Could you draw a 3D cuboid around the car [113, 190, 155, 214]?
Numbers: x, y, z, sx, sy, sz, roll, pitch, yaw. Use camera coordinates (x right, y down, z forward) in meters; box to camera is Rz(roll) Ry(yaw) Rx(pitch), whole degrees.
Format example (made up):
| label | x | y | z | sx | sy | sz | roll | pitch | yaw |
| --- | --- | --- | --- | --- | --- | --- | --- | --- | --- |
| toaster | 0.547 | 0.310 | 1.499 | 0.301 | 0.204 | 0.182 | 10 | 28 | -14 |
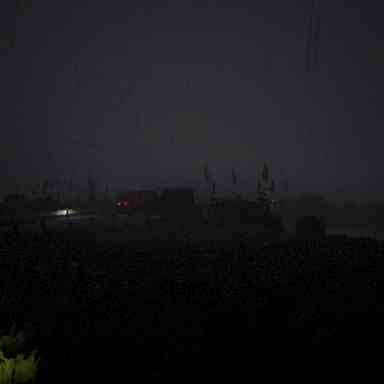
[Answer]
| label | x | y | z | sx | sy | sz | roll | pitch | yaw |
| --- | --- | --- | --- | --- | --- | --- | --- | --- | --- |
| car | -3.712 | 0.868 | 27.013 | 2.150 | 2.045 | 5.566 | -1 | 2 | 42 |
